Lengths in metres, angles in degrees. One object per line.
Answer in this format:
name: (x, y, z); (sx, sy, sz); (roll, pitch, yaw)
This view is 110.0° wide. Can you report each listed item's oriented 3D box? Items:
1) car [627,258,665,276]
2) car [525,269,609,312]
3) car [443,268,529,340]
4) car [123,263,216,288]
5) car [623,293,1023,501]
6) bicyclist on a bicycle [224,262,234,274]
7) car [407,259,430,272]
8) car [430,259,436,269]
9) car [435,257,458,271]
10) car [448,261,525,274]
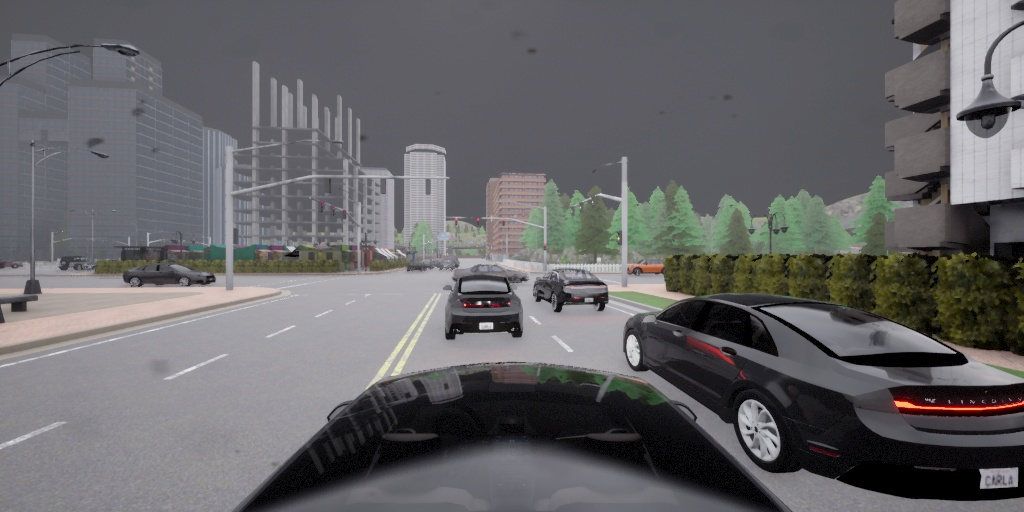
car: (14.058, 1.102, 37.499); (4.553, 1.767, 2.097); (0, 0, -5)
car: (2.140, 1.242, 14.205); (2.128, 1.511, 4.902); (0, 0, -9)
car: (-0.857, 1.255, 10.090); (1.837, 1.490, 4.892); (0, 0, -7)
car: (-22.373, 1.252, 23.549); (4.892, 1.490, 1.837); (1, 0, -5)
car: (3.113, 1.255, 4.844); (1.837, 1.490, 4.892); (0, 0, -4)
bicyclist on a bicycle: (-29.516, 1.011, 37.408); (0.582, 1.620, 1.656); (0, 5, -5)
car: (-12.195, 1.351, 46.078); (1.895, 1.301, 4.718); (0, 0, -4)
car: (-13.169, 1.255, 55.317); (1.837, 1.490, 4.892); (0, 0, -6)
car: (-9.059, 1.242, 50.064); (2.128, 1.511, 4.902); (0, 0, -6)
car: (-1.534, 1.297, 25.387); (5.357, 1.411, 2.033); (0, 0, -5)
